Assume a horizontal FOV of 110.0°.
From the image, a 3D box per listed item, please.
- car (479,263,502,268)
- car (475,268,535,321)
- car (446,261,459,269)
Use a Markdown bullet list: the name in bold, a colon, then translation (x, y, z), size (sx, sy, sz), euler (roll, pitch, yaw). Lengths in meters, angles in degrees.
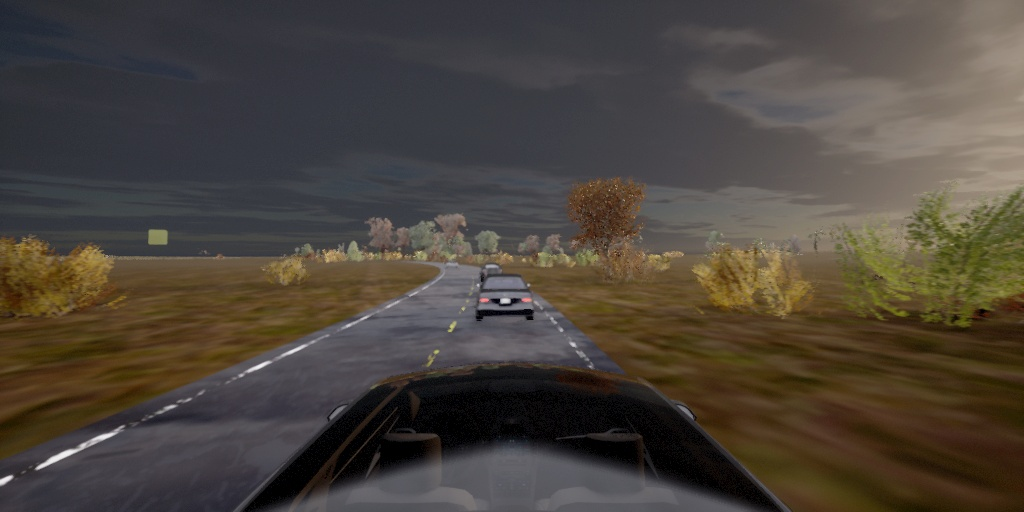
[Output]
- **car**: translation (-1.759, 1.292, 30.454), size (1.812, 1.442, 4.674), euler (0, 0, -6)
- **car**: translation (-0.281, 1.302, 12.517), size (2.033, 1.411, 5.357), euler (0, 0, -2)
- **car**: translation (-9.819, 1.405, 58.866), size (1.895, 1.301, 4.718), euler (0, 0, -12)
